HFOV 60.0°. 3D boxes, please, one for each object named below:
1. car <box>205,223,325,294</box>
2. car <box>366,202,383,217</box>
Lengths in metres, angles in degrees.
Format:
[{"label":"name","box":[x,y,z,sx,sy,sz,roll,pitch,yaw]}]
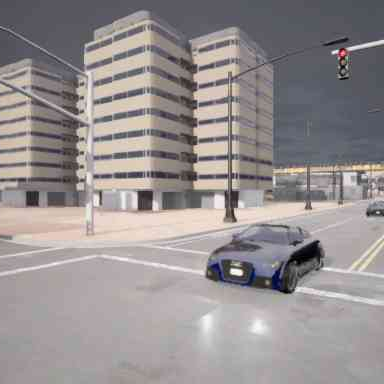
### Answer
[{"label":"car","box":[2.122,1.569,8.944,1.994,1.385,4.181,0,0,35]},{"label":"car","box":[17.003,1.566,29.959,1.994,1.385,4.181,0,0,35]}]
